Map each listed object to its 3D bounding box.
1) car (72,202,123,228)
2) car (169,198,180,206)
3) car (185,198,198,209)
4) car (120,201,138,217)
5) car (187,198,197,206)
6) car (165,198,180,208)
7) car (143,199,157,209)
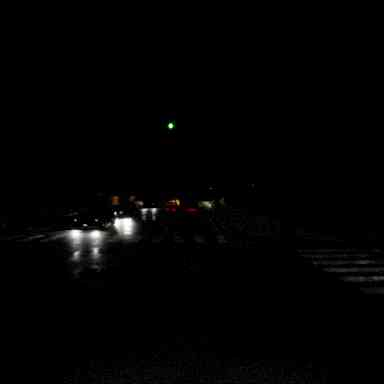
[{"bbox_3d":[-6.602,1.665,23.217,2.033,1.411,5.357,0,0,0],"label":"car"},{"bbox_3d":[-3.315,1.889,63.876,1.882,1.535,5.008,0,0,0],"label":"car"},{"bbox_3d":[-0.049,1.851,53.460,1.837,1.490,4.892,0,0,0],"label":"car"},{"bbox_3d":[-6.620,1.668,33.463,2.128,1.511,4.902,0,0,0],"label":"car"},{"bbox_3d":[-0.065,1.908,63.881,1.882,1.535,5.008,0,0,0],"label":"car"},{"bbox_3d":[-3.301,1.932,53.902,1.895,1.301,4.718,0,0,0],"label":"car"},{"bbox_3d":[-6.609,1.809,52.532,1.837,1.490,4.892,0,-1,0],"label":"car"}]
